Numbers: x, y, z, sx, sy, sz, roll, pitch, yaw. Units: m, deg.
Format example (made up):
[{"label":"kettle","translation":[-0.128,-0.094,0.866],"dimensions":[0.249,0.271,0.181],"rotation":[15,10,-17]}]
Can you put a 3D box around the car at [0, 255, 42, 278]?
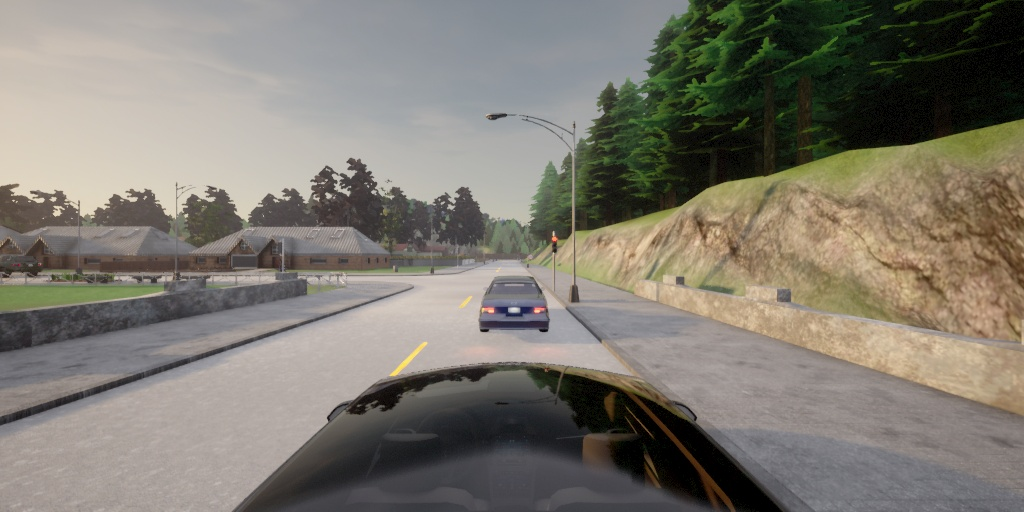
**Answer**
[{"label":"car","translation":[-47.375,0.971,33.322],"dimensions":[5.566,2.045,2.150],"rotation":[0,0,1]}]

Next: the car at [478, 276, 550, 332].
[{"label":"car","translation":[0.063,1.297,10.791],"dimensions":[2.033,1.411,5.357],"rotation":[0,0,0]}]

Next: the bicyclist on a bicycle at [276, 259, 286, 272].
[{"label":"bicyclist on a bicycle","translation":[-24.162,1.099,37.572],"dimensions":[0.582,1.620,1.656],"rotation":[0,0,0]}]
